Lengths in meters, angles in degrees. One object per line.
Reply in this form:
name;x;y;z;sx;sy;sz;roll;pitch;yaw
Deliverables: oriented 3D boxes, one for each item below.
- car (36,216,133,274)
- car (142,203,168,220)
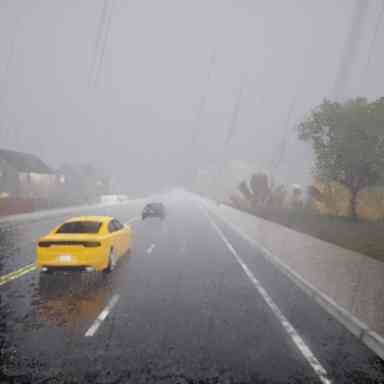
car;-3.178;1.519;10.807;1.882;1.535;5.008;0;0;0
car;-3.233;1.643;29.252;2.033;1.411;5.357;0;0;0
